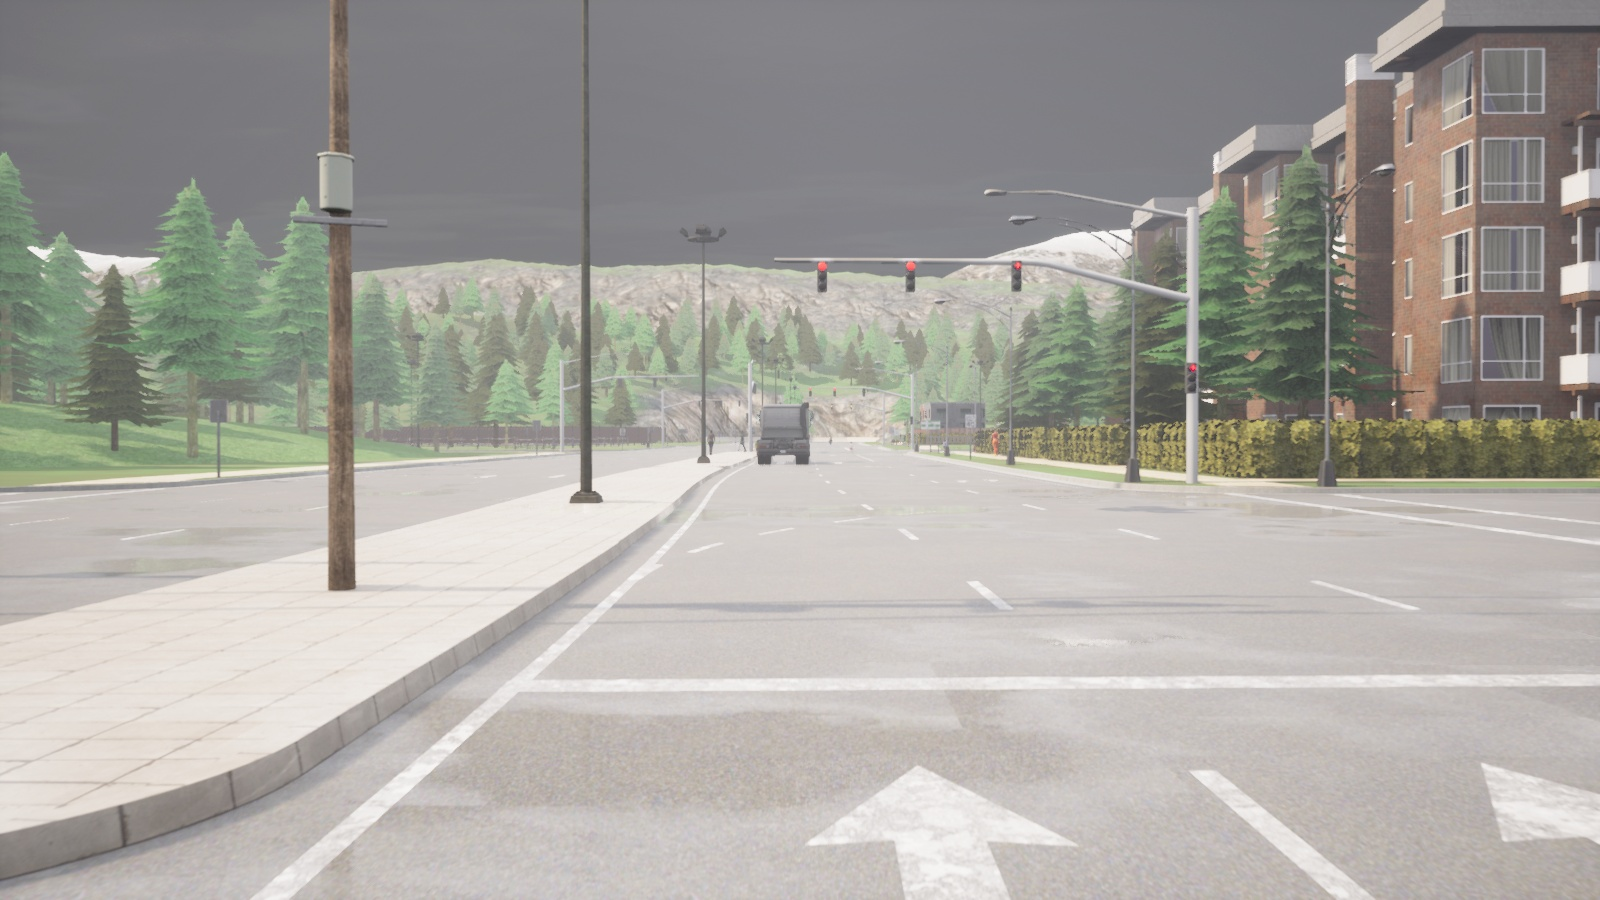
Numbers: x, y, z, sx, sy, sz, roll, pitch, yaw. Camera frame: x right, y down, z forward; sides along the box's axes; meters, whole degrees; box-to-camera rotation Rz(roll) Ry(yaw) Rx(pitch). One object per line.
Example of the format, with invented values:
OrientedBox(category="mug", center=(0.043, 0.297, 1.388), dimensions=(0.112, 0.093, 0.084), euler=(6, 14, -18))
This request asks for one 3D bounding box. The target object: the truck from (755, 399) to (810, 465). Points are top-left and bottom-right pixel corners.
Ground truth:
OrientedBox(category="truck", center=(-0.873, -0.996, 69.998), dimensions=(2.891, 3.462, 7.936), euler=(0, 1, 0))
